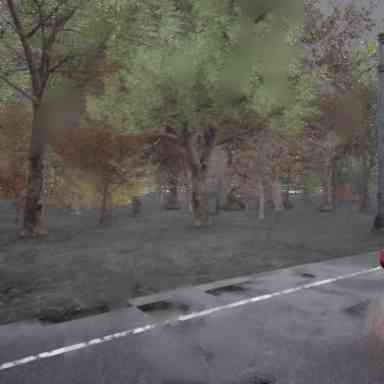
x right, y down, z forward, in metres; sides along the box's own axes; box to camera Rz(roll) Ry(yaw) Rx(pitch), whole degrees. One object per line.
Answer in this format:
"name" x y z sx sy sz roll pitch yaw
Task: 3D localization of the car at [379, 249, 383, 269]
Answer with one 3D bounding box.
"car" 6.893 1.581 8.524 4.718 1.301 1.895 0 0 -34
